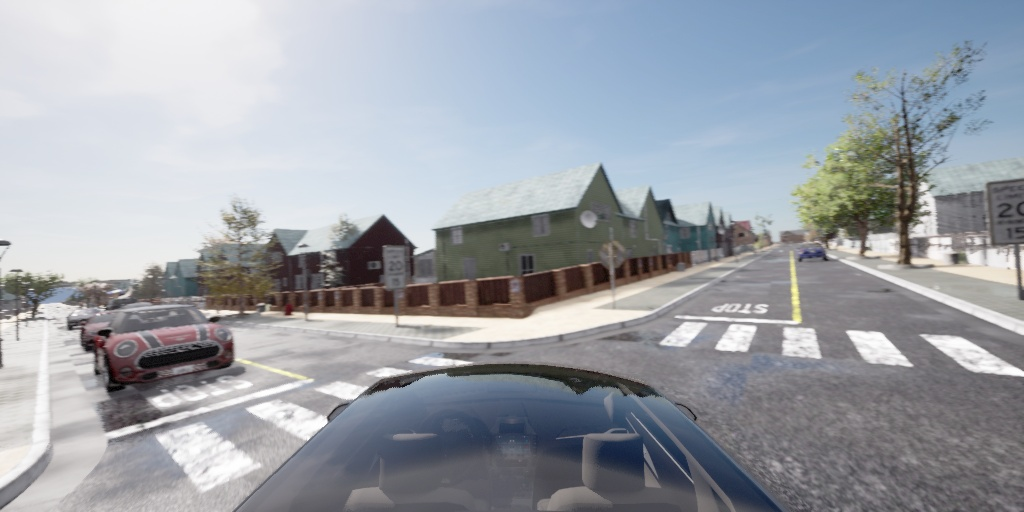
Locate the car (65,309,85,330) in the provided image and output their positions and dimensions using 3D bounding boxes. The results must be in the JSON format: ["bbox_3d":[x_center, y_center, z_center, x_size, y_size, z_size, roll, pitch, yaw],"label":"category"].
[{"bbox_3d":[-32.545,4.738,27.390,5.357,1.411,2.033,-6,-3,38],"label":"car"}]

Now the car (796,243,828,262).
[{"bbox_3d":[28.128,-0.461,33.727,2.097,1.767,4.553,-4,-1,38],"label":"car"}]

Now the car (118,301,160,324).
[{"bbox_3d":[-31.211,4.676,29.950,5.008,1.535,1.882,-6,-3,37],"label":"car"}]

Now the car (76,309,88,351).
[{"bbox_3d":[-17.164,3.091,15.499,4.674,1.442,1.812,-6,-3,37],"label":"car"}]

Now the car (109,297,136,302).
[{"bbox_3d":[-39.003,5.240,35.896,5.566,2.045,2.150,-6,-3,37],"label":"car"}]

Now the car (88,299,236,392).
[{"bbox_3d":[-8.884,2.042,9.095,4.553,1.767,2.097,-6,-3,37],"label":"car"}]
